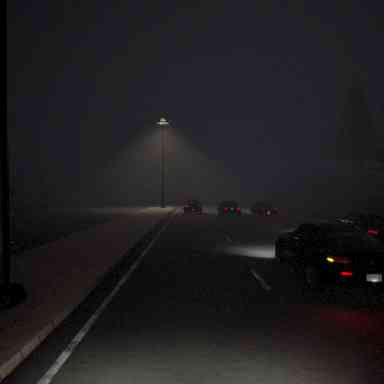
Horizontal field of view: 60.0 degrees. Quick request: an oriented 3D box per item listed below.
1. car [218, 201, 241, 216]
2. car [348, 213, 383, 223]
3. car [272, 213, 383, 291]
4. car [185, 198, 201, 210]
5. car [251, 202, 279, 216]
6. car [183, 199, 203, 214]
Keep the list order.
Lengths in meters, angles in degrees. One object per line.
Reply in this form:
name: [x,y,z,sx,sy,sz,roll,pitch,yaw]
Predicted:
car: [3.600,1.547,32.399,2.033,1.411,5.357,0,0,0]
car: [7.100,1.564,13.640,1.994,1.385,4.181,0,0,0]
car: [3.600,1.526,8.864,1.812,1.442,4.674,0,0,0]
car: [0.095,1.564,43.757,1.994,1.385,4.181,0,0,0]
car: [7.100,1.601,33.005,1.895,1.301,4.718,0,0,0]
car: [0.094,1.526,34.947,1.812,1.442,4.674,0,0,0]
